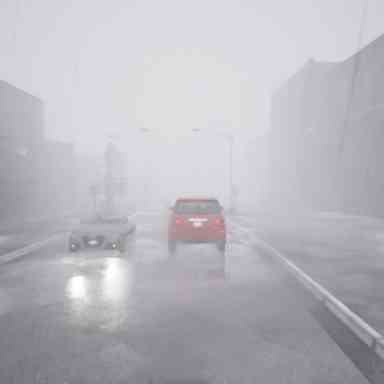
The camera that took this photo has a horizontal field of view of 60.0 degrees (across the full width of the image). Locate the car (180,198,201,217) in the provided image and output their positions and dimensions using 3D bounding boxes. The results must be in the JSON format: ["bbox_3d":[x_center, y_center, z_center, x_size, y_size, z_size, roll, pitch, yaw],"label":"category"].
[{"bbox_3d":[-0.161,1.426,31.923,1.882,1.535,5.008,0,0,-1],"label":"car"}]

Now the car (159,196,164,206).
[{"bbox_3d":[-4.290,1.426,54.083,1.812,1.442,4.674,0,0,-1],"label":"car"}]

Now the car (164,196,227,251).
[{"bbox_3d":[0.175,1.199,14.123,2.150,2.045,5.566,0,0,0],"label":"car"}]

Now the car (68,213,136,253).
[{"bbox_3d":[-3.447,1.537,13.430,1.994,1.385,4.181,0,0,-2],"label":"car"}]
